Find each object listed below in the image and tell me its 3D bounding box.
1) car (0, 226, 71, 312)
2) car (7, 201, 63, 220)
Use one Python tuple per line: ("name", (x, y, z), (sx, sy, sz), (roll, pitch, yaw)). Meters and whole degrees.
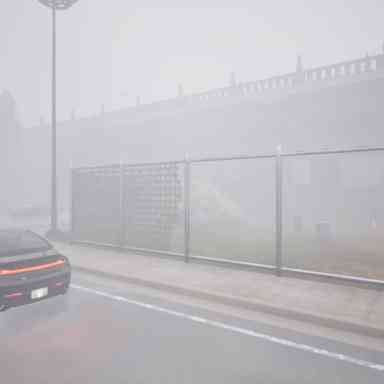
("car", (-4.610, 1.503, 7.188), (4.892, 1.490, 1.837), (0, 0, 36))
("car", (-13.678, 1.575, 29.264), (1.812, 1.442, 4.674), (0, 0, 35))
